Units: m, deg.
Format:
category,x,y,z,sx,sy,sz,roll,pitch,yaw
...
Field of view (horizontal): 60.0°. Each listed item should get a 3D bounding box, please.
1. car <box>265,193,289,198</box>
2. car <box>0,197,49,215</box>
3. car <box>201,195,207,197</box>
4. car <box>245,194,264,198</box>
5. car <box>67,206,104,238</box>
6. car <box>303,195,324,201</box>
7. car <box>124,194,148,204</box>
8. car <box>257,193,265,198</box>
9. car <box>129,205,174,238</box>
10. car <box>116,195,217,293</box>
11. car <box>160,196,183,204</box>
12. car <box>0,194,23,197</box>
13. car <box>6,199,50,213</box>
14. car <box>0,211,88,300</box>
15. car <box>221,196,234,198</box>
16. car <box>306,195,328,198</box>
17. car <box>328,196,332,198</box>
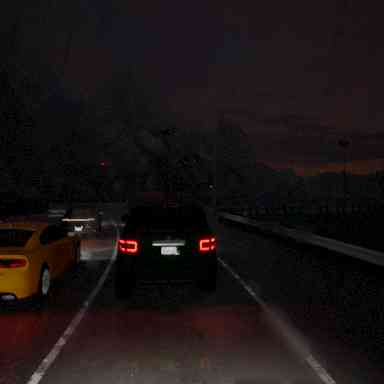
category,x,y,z,sx,sy,sz,roll,pitch,yaw
car,19.163,1.355,73.590,4.553,1.767,2.097,0,0,-20
car,-16.181,1.513,30.705,4.892,1.490,1.837,0,0,-20
car,1.716,1.478,70.917,5.008,1.535,1.882,0,0,-20
car,10.823,1.563,63.154,4.181,1.385,1.994,0,0,-20
car,-5.773,1.492,17.586,2.128,1.511,4.902,0,0,-14
car,30.388,1.538,82.967,5.357,1.411,2.033,0,0,-30
car,-11.148,1.351,66.283,4.553,1.767,2.097,0,0,-20
car,15.831,1.225,76.091,5.566,2.045,2.150,0,0,-20
car,-2.512,1.547,19.111,2.033,1.411,5.357,0,0,-13
car,-0.759,1.221,9.071,2.150,2.045,5.566,0,0,-7
car,-4.005,1.564,65.181,4.181,1.385,1.994,0,0,-20
car,-20.648,1.225,40.249,5.566,2.045,2.150,0,0,-20
car,-18.318,1.569,37.377,4.181,1.385,1.994,0,0,-20
car,-4.167,1.478,8.343,1.882,1.535,5.008,0,0,-6
car,7.089,1.547,69.158,5.357,1.411,2.033,0,0,-20
car,24.670,1.478,68.210,5.008,1.535,1.882,0,0,-20
car,32.072,1.595,79.884,4.718,1.301,1.895,0,0,-30
